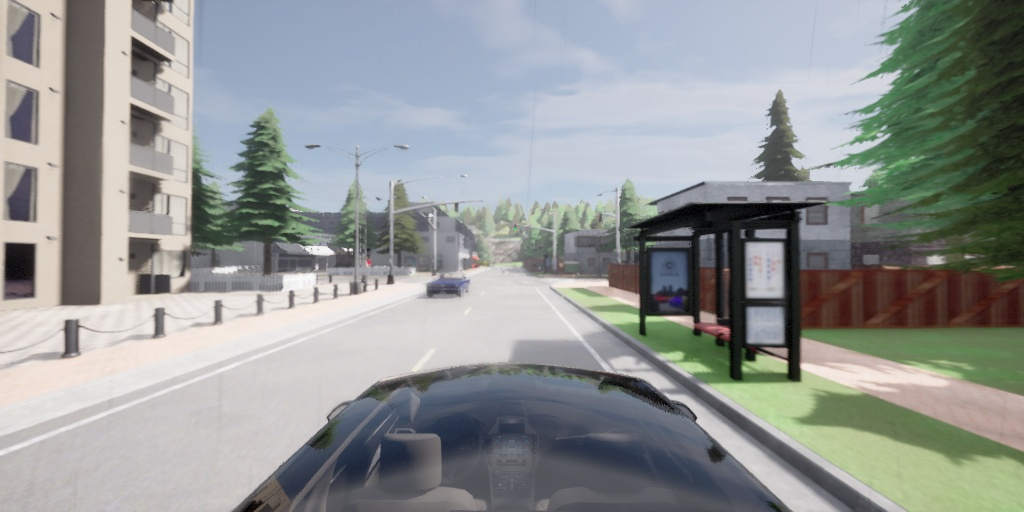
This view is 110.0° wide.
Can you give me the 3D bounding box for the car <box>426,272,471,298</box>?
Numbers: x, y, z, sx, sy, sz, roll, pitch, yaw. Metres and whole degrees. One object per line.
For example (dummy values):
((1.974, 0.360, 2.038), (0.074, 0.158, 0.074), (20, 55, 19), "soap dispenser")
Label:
((-3.534, 1.614, 20.570), (1.895, 1.301, 4.718), (0, -1, 1), "car")
